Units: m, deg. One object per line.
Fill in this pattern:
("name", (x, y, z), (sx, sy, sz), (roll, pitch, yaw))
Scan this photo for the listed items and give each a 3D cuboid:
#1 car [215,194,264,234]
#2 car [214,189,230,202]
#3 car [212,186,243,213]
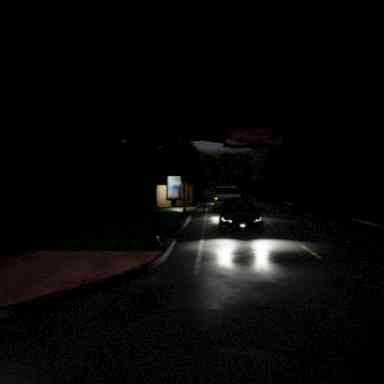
("car", (2.179, 1.044, 15.795), (1.837, 1.490, 4.892), (0, 1, 3))
("car", (3.693, 0.422, 42.065), (1.882, 1.535, 5.008), (0, 1, 4))
("car", (2.809, 0.510, 26.913), (2.150, 2.045, 5.566), (0, 1, 3))
